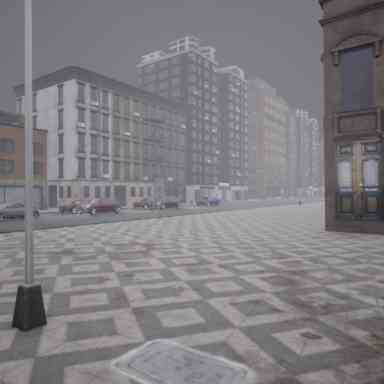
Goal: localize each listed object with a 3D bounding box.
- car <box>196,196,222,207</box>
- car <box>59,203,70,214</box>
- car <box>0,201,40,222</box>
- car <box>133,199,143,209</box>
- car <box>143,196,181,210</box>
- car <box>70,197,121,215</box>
[{"bbox_3d":[2.577,1.404,49.987,1.882,1.535,5.008,-1,0,36],"label":"car"},{"bbox_3d":[-11.717,1.472,35.535,1.882,1.535,5.008,-1,0,35],"label":"car"},{"bbox_3d":[-14.324,1.550,26.246,1.994,1.385,4.181,-1,0,35],"label":"car"},{"bbox_3d":[-5.662,1.450,44.057,1.882,1.535,5.008,-1,0,36],"label":"car"},{"bbox_3d":[-3.424,1.300,41.599,2.097,1.767,4.553,-1,0,35],"label":"car"},{"bbox_3d":[-9.337,1.321,33.279,2.097,1.767,4.553,-1,0,35],"label":"car"}]
